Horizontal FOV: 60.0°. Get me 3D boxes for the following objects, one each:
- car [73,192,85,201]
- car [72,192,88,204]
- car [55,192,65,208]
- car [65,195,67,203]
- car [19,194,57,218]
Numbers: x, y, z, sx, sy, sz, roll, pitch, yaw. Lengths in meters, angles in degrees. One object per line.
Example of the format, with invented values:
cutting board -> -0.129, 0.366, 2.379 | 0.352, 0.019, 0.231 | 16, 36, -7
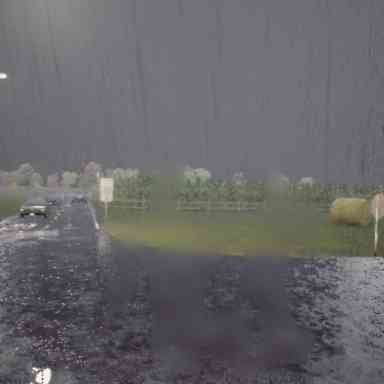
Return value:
car -> -21.071, 0.832, 62.162 | 1.994, 1.385, 4.181 | 2, 0, -19
car -> -16.647, 0.781, 49.411 | 2.097, 1.767, 4.553 | 2, 0, -19
car -> -16.012, 1.065, 38.215 | 1.895, 1.301, 4.718 | 2, 0, -18
car -> -20.032, 0.828, 50.367 | 1.837, 1.490, 4.892 | 2, 0, -18
car -> -11.959, 1.153, 25.755 | 2.033, 1.411, 5.357 | 2, 0, -18
